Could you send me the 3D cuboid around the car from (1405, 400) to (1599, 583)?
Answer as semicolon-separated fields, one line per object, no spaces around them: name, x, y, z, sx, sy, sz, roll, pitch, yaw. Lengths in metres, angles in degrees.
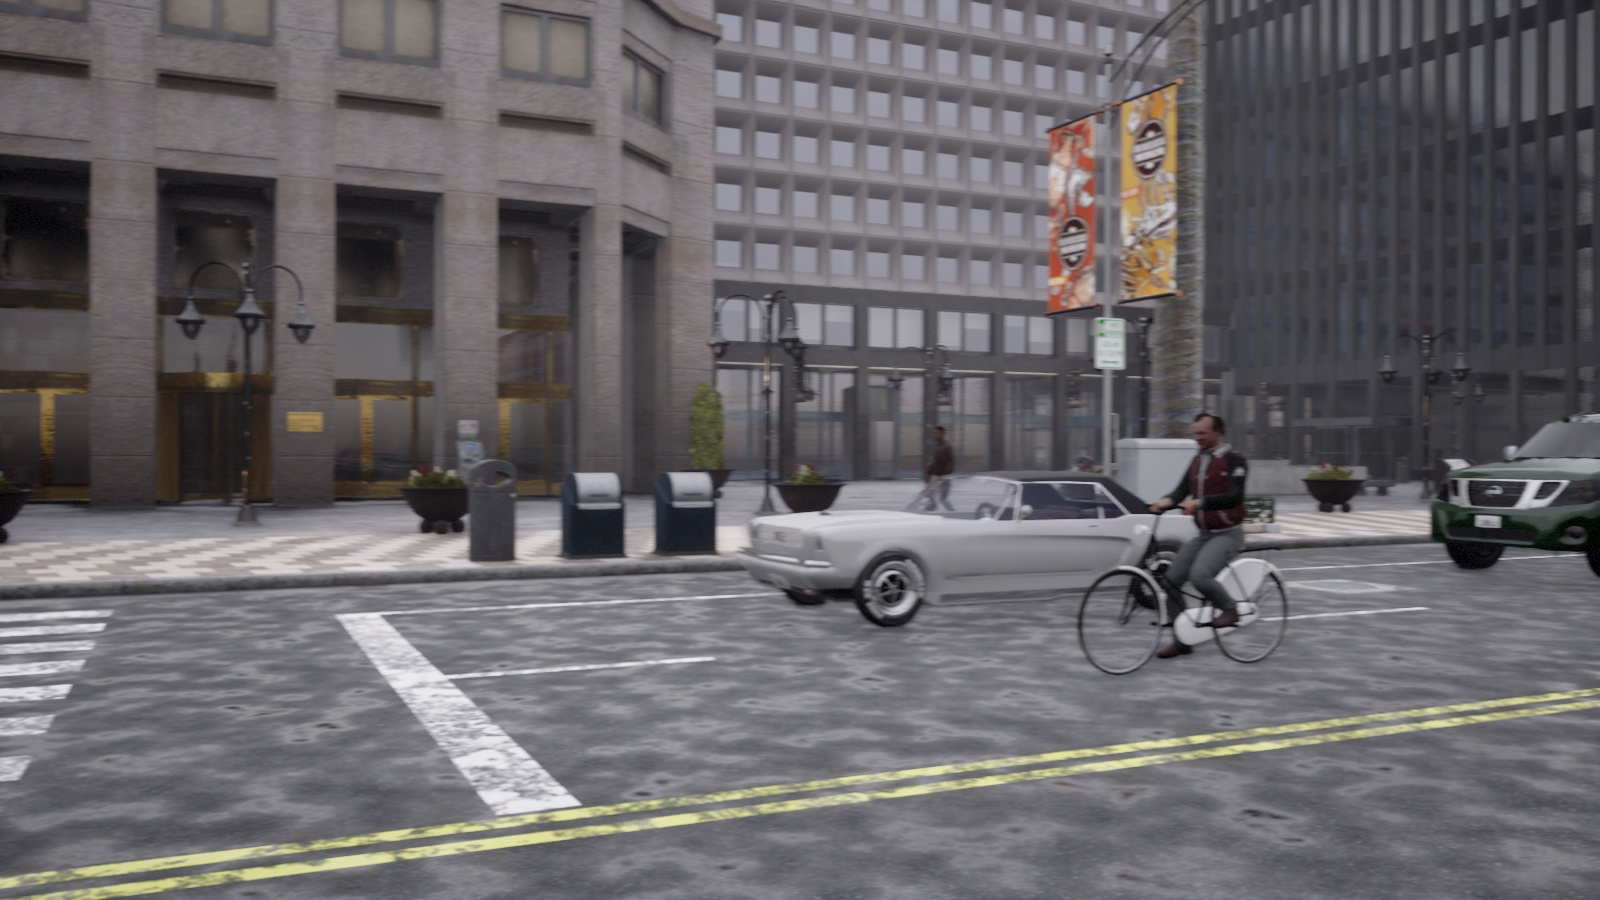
car;10.645;0.461;16.143;5.566;2.045;2.150;0;0;-25

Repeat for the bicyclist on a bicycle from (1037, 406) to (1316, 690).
bicyclist on a bicycle;2.575;0.616;8.546;1.843;1.776;0.659;0;0;-25

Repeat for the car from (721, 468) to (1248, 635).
car;1.792;0.848;12.022;4.718;1.301;1.895;0;0;-24

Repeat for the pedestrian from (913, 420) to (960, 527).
pedestrian;2.389;0.409;21.962;0.703;1.840;0.431;0;0;-36
